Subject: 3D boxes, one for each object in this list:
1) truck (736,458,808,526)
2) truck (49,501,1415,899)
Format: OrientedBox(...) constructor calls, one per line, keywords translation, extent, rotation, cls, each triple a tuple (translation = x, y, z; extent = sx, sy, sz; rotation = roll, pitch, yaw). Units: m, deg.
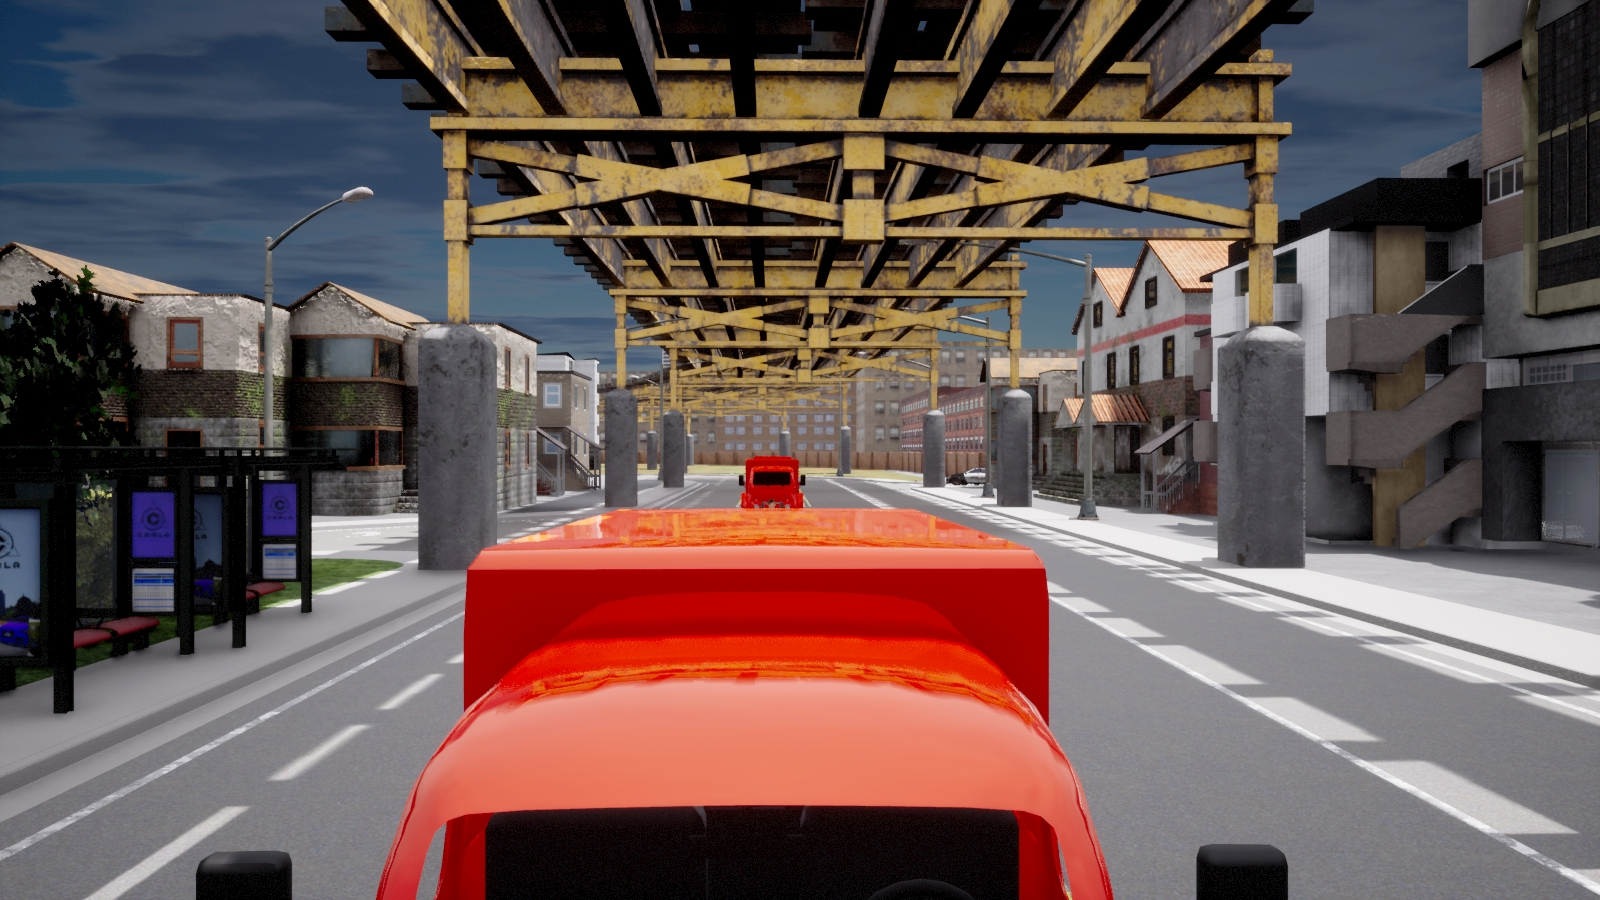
OrientedBox(translation=(-1.087, 1.568, 44.552), extent=(2.627, 2.467, 5.204), rotation=(0, 0, -1), cls="truck")
OrientedBox(translation=(-0.167, 1.568, 4.802), extent=(2.627, 2.467, 5.204), rotation=(0, 0, -1), cls="truck")
